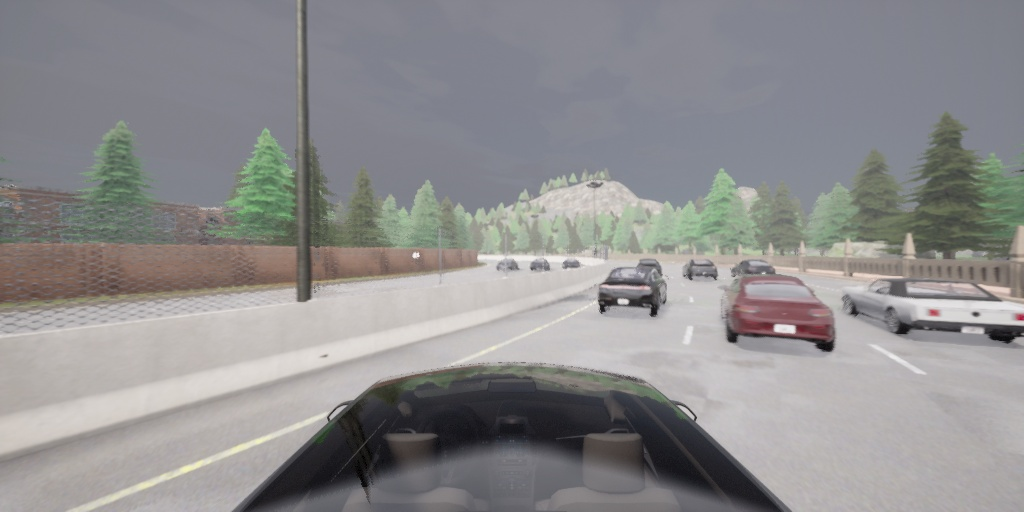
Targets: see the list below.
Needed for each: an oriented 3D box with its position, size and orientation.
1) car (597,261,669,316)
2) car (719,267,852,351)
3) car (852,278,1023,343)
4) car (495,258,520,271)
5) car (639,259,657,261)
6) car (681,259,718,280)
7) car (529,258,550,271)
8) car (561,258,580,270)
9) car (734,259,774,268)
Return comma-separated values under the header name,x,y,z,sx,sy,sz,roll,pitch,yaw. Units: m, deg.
name,x,y,z,sx,sy,sz,roll,pitch,yaw
car,4.410,1.122,12.837,2.128,1.511,4.902,0,1,27
car,6.218,1.177,8.764,1.812,1.442,4.674,0,1,28
car,10.534,1.219,9.379,1.895,1.301,4.718,0,1,27
car,-0.461,0.958,40.804,1.812,1.442,4.674,0,0,13
car,10.935,0.961,28.900,1.837,1.490,4.892,0,1,18
car,13.905,0.946,26.758,2.128,1.511,4.902,0,1,19
car,3.286,0.951,41.479,2.033,1.411,5.357,0,0,12
car,6.738,0.933,40.893,2.033,1.411,5.357,0,0,12
car,17.277,0.966,25.788,1.812,1.442,4.674,0,1,19
